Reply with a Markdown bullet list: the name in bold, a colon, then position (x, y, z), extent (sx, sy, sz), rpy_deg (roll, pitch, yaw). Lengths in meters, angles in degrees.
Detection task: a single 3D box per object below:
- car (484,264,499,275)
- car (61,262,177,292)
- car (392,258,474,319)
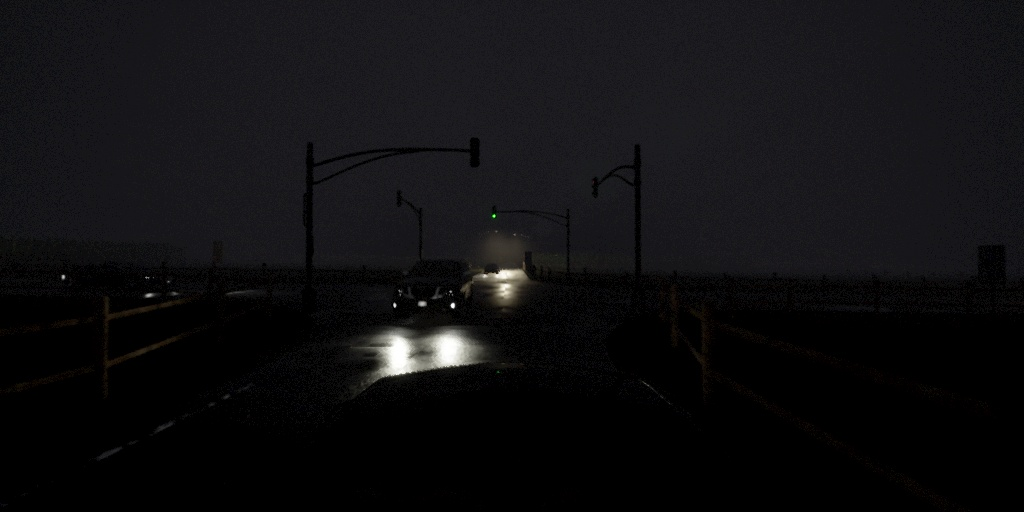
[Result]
- **car**: position (-2.739, 1.761, 48.444), extent (1.882, 1.535, 5.008), rpy_deg (0, 0, 0)
- **car**: position (-20.682, 1.065, 19.025), extent (4.902, 1.511, 2.128), rpy_deg (1, -1, 0)
- **car**: position (-2.742, 1.103, 13.739), extent (2.150, 2.045, 5.566), rpy_deg (1, 0, 0)
